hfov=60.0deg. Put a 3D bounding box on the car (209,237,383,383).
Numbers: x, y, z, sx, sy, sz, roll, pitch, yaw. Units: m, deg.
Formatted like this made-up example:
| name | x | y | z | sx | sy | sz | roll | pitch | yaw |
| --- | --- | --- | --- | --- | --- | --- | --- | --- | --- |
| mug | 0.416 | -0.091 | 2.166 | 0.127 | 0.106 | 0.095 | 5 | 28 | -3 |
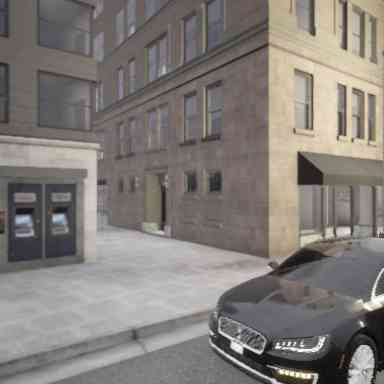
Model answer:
| name | x | y | z | sx | sy | sz | roll | pitch | yaw |
| --- | --- | --- | --- | --- | --- | --- | --- | --- | --- |
| car | 2.488 | 1.513 | 5.114 | 4.892 | 1.490 | 1.837 | 1 | 0 | -35 |
